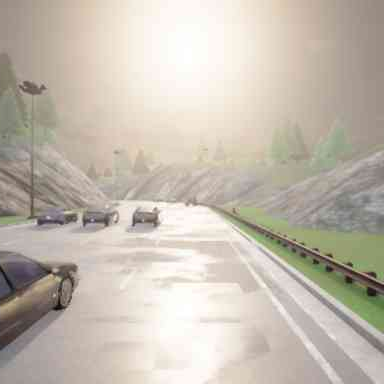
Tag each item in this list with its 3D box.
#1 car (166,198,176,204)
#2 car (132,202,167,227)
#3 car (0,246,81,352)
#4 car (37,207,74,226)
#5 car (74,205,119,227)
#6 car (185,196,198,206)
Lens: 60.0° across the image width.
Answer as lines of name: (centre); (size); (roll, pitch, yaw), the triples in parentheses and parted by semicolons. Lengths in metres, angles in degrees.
car: (-5.636, 2.414, 90.418); (1.812, 1.442, 4.674); (0, -1, -19)
car: (-3.352, 1.752, 25.285); (2.128, 1.511, 4.902); (0, -1, 0)
car: (-3.384, 1.600, 4.934); (2.033, 1.411, 5.357); (0, -1, 0)
car: (-10.356, 1.833, 25.992); (1.994, 1.385, 4.181); (0, -1, 0)
car: (-6.852, 1.753, 25.286); (2.128, 1.511, 4.902); (0, -1, 0)
car: (-0.174, 1.952, 70.918); (2.150, 2.045, 5.566); (0, -1, -8)
